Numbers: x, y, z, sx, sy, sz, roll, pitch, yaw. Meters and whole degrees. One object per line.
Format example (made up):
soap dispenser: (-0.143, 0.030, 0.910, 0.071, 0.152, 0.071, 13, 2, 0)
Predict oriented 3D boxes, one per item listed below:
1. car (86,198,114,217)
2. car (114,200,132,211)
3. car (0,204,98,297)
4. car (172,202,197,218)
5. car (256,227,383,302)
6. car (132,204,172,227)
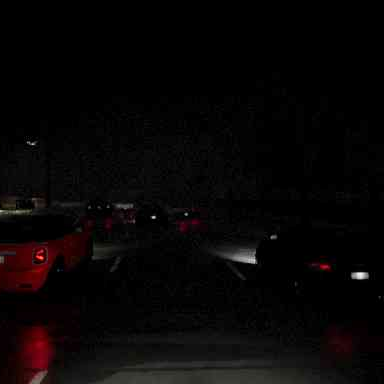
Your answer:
car: (-8.667, 1.362, 30.769, 2.097, 1.767, 4.553, 0, 0, -17)
car: (-8.618, 1.607, 40.640, 1.895, 1.301, 4.718, 0, 0, -23)
car: (-4.040, 1.359, 8.710, 2.097, 1.767, 4.553, 0, 0, -5)
car: (-1.117, 1.592, 30.214, 1.895, 1.301, 4.718, 0, 0, -16)
car: (3.018, 1.553, 8.292, 1.994, 1.385, 4.181, 0, 0, -5)
car: (-2.843, 1.562, 22.922, 1.994, 1.385, 4.181, 0, 0, -12)
